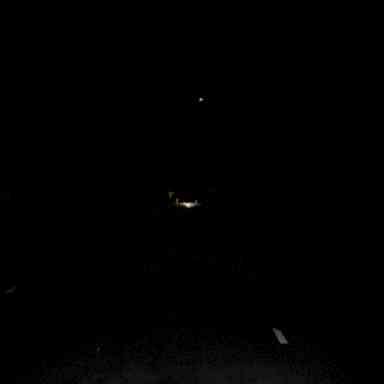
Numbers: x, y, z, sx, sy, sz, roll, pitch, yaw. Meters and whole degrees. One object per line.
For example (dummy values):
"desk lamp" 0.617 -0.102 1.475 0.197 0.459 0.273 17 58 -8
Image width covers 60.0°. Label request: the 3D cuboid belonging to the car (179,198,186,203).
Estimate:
"car" -2.773 2.401 94.755 1.994 1.385 4.181 0 -2 0
